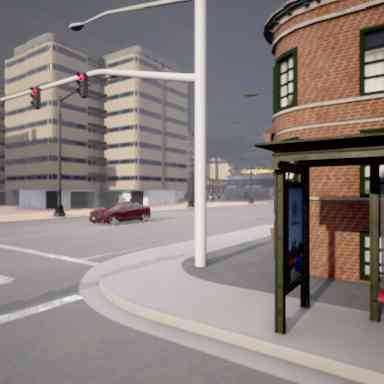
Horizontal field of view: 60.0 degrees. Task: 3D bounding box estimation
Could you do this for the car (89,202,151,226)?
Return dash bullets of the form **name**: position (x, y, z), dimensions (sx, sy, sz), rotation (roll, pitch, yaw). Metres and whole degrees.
- **car**: position (-5.099, 1.483, 24.142), dimensions (1.882, 1.535, 5.008), rotation (0, 0, 35)
